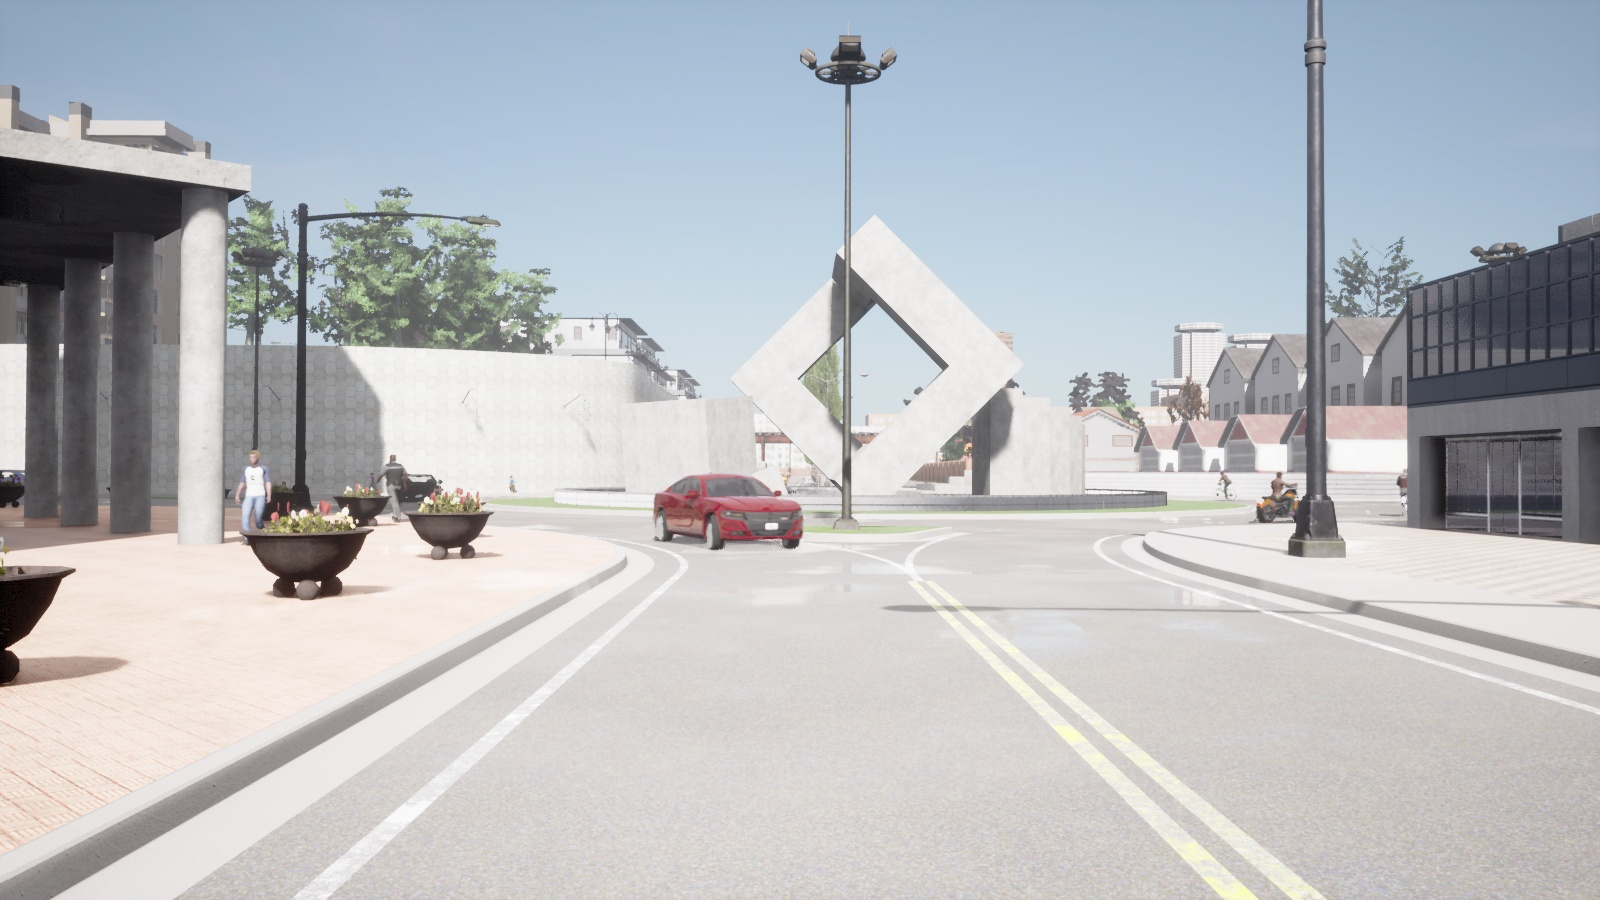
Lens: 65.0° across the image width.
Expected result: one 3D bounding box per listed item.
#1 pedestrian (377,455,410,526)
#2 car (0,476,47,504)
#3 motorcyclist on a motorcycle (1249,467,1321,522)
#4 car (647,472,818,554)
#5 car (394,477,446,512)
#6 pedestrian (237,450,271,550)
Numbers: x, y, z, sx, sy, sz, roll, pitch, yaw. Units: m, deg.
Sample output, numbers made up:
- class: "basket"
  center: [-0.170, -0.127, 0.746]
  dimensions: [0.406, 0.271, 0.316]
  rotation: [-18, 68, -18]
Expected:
- class: "pedestrian"
  center: [-10.843, 1.075, 33.522]
  dimensions: [0.563, 1.883, 0.849]
  rotation: [1, -1, -39]
- class: "car"
  center: [-42.473, 2.111, 66.412]
  dimensions: [4.193, 1.474, 1.816]
  rotation: [0, -1, 0]
- class: "motorcyclist on a motorcycle"
  center: [15.028, 1.356, 38.867]
  dimensions: [2.350, 1.649, 0.766]
  rotation: [1, -2, -31]
- class: "car"
  center: [-1.549, 1.239, 26.303]
  dimensions: [1.882, 1.535, 5.008]
  rotation: [0, -1, -24]
- class: "car"
  center: [-15.727, 1.810, 51.886]
  dimensions: [1.994, 1.385, 4.181]
  rotation: [0, -1, -17]
- class: "pedestrian"
  center: [-10.159, 0.919, 23.378]
  dimensions: [0.354, 1.836, 0.706]
  rotation: [0, -1, -2]
